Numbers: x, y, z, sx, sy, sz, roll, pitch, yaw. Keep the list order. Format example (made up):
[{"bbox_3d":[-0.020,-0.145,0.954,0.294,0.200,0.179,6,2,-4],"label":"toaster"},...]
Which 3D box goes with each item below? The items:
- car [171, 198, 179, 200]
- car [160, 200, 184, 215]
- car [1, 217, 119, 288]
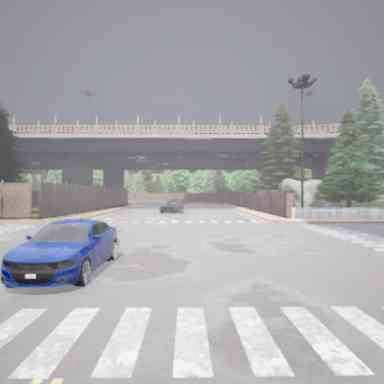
[{"bbox_3d":[-3.261,1.967,64.242,1.837,1.490,4.892,0,2,-5],"label":"car"},{"bbox_3d":[-2.212,1.863,37.632,1.895,1.301,4.718,0,0,10],"label":"car"},{"bbox_3d":[-3.490,1.547,9.693,1.882,1.535,5.008,0,0,0],"label":"car"}]
